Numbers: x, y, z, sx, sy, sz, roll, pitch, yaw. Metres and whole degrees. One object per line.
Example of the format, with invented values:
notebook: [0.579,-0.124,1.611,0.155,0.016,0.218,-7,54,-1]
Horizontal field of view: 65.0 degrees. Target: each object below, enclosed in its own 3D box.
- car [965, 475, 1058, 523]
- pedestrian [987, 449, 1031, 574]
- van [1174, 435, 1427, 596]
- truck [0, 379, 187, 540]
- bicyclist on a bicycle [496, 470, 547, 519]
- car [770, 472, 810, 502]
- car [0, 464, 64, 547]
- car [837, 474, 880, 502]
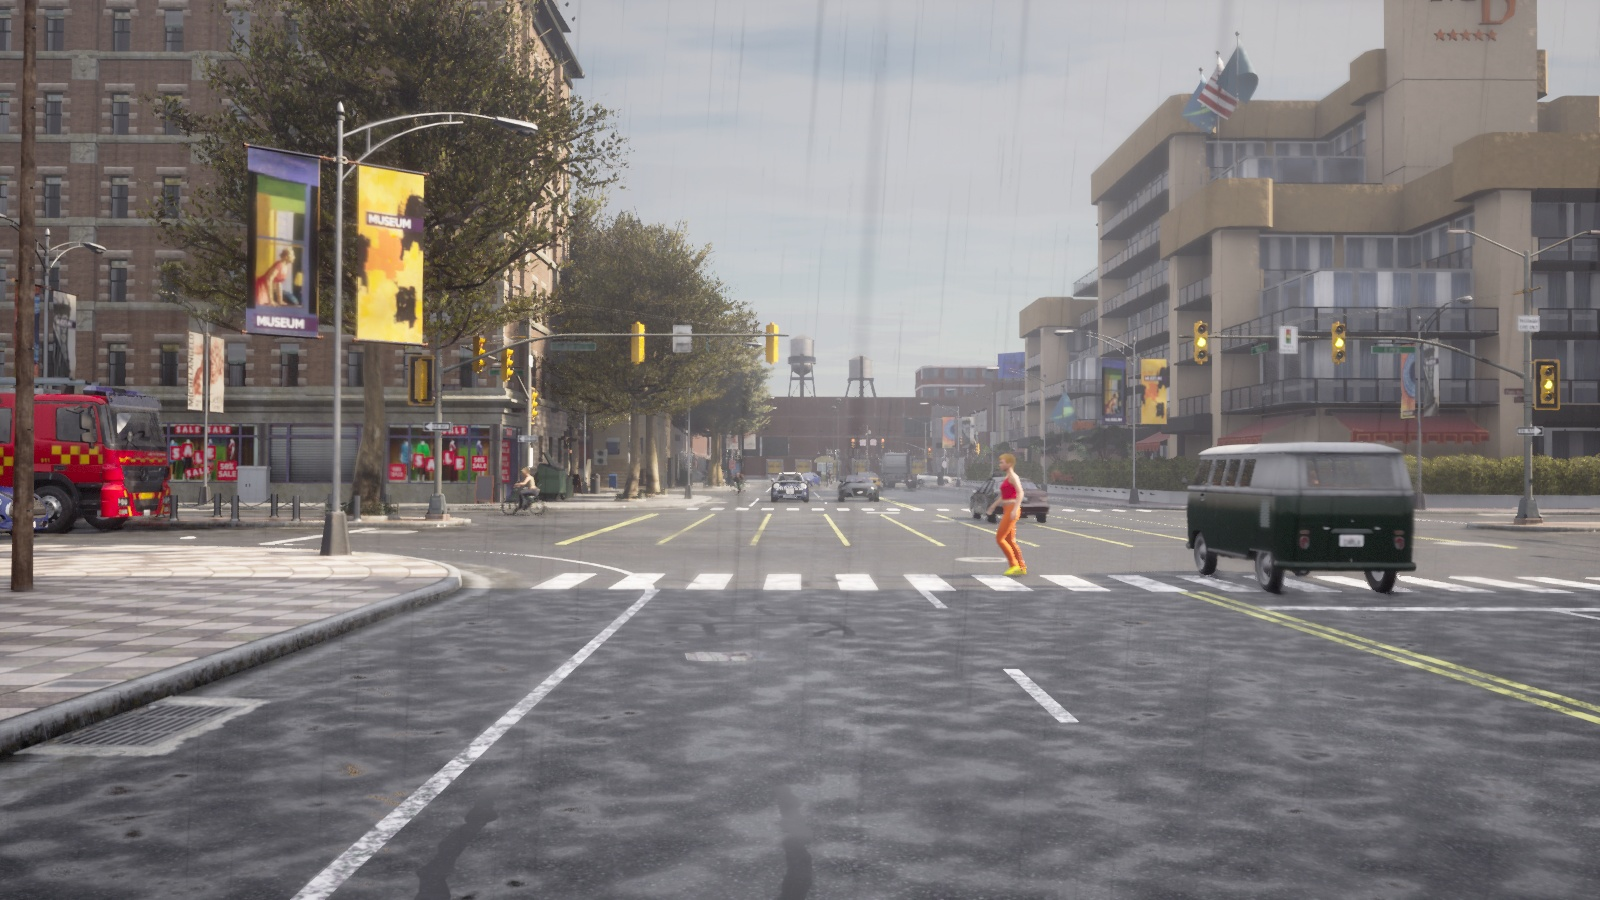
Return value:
car: [6.691,1.512,40.371,2.033,1.411,5.357,0,-1,0]
pedestrian: [3.092,0.907,18.597,0.594,1.836,0.345,0,-1,1]
van: [6.866,0.838,17.793,1.775,1.987,4.442,0,-1,0]
truck: [-20.230,0.255,31.284,8.468,3.827,2.891,0,-1,0]
bicyclist on a bicycle: [-9.458,1.503,42.625,1.509,1.612,0.866,0,0,3]
car: [-0.490,1.848,63.661,1.970,1.475,3.806,0,-1,0]
car: [-19.190,1.215,27.790,4.553,1.767,2.097,0,-1,1]
car: [2.995,1.956,65.030,1.994,1.385,4.181,0,-1,-1]
